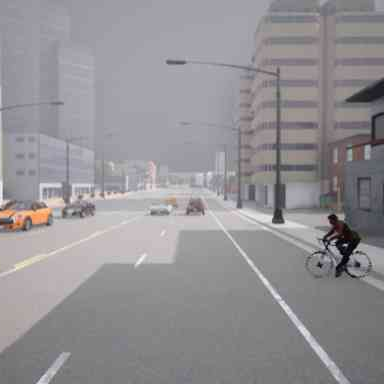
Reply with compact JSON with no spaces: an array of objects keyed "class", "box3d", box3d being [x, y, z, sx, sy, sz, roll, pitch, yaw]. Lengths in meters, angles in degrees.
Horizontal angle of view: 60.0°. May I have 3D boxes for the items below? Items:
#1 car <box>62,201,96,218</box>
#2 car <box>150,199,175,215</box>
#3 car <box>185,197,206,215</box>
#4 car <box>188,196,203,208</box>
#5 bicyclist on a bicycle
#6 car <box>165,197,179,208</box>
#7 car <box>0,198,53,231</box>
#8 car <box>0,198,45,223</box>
[{"class":"car","box3d":[-10.286,1.551,30.512,2.128,1.511,4.902,0,0,1]},{"class":"car","box3d":[-3.131,1.662,34.444,1.895,1.301,4.718,0,0,1]},{"class":"car","box3d":[0.376,1.587,34.613,1.812,1.442,4.674,0,0,1]},{"class":"car","box3d":[0.494,1.401,48.151,2.128,1.511,4.902,0,1,1]},{"class":"bicyclist on a bicycle","box3d":[3.709,1.383,8.410,1.656,1.620,0.582,0,0,1]},{"class":"car","box3d":[-3.015,1.398,47.645,1.882,1.535,5.008,0,1,1]},{"class":"car","box3d":[-10.411,1.365,20.479,2.097,1.767,4.553,0,0,1]},{"class":"car","box3d":[-13.768,1.391,26.381,2.097,1.767,4.553,0,0,1]}]
